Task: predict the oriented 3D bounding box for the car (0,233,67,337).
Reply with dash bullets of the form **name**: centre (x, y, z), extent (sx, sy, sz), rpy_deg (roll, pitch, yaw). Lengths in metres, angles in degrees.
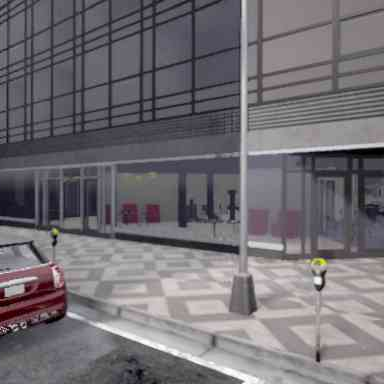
- **car**: centre (-4.104, 1.429, 5.886), extent (4.097, 1.590, 1.967), rpy_deg (0, 0, 36)
